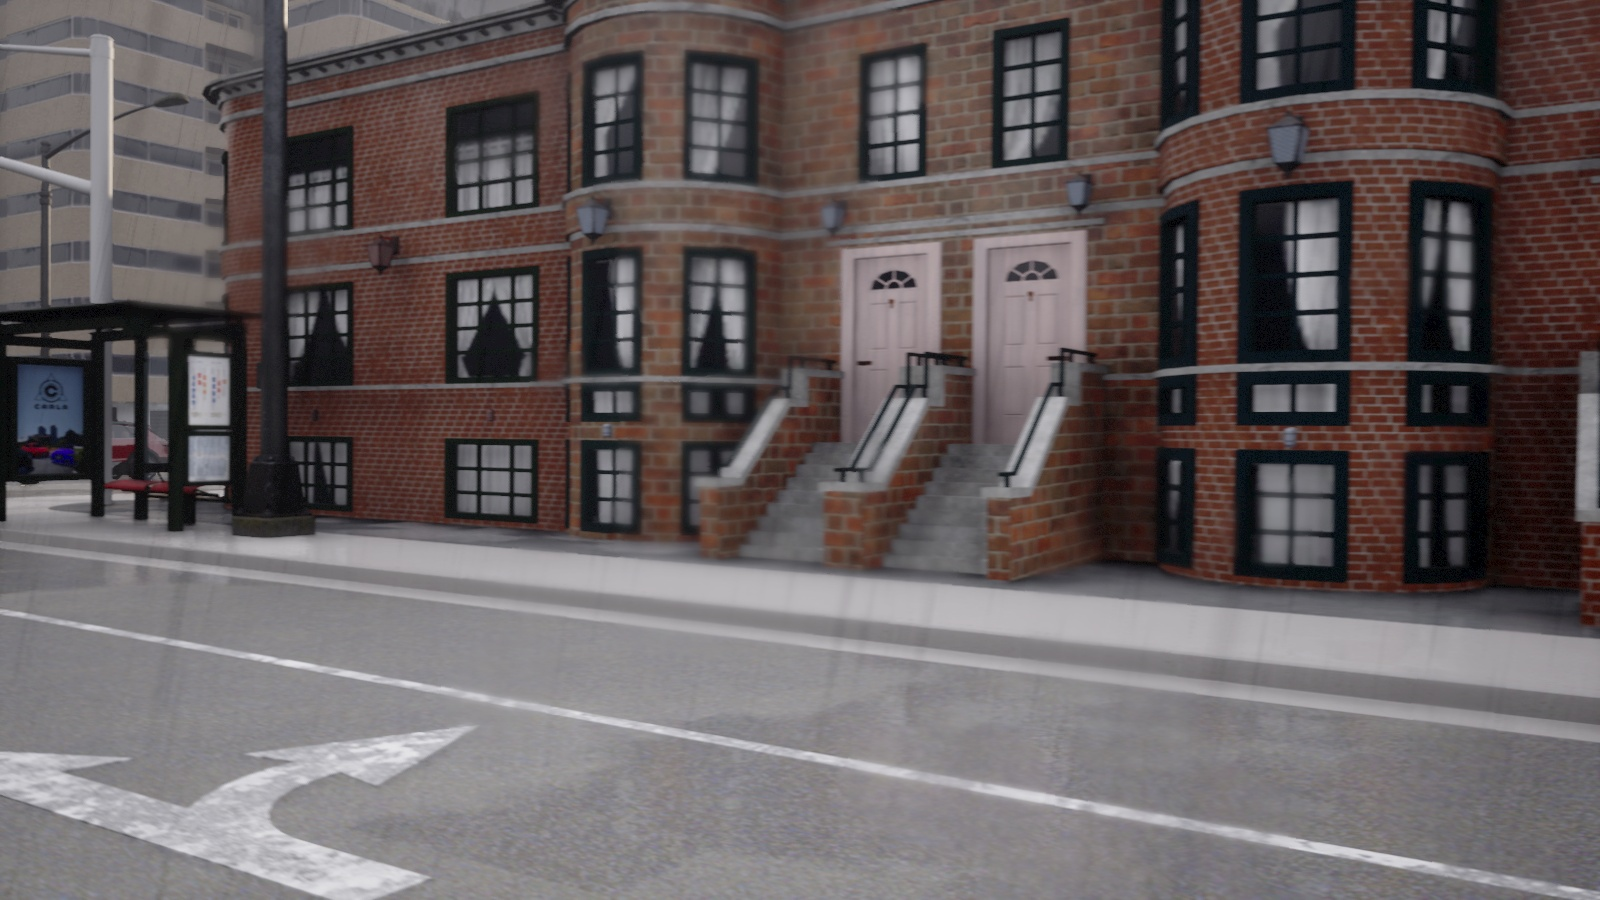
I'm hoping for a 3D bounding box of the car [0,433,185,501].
[{"bbox_3d":[-19.239,0.381,33.324,2.033,1.649,4.856,0,1,33],"label":"car"}]
